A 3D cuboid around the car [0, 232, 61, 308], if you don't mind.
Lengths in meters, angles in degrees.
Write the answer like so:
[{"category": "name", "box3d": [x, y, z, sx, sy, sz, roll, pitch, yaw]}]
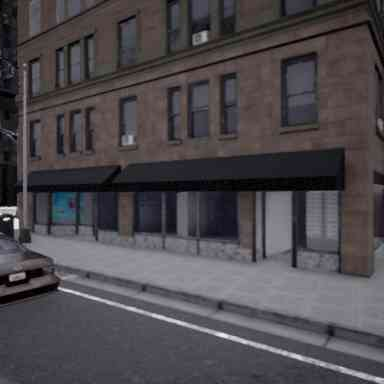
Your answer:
[{"category": "car", "box3d": [-5.130, 1.545, 7.342, 5.357, 1.411, 2.033, 0, 0, 36]}]
